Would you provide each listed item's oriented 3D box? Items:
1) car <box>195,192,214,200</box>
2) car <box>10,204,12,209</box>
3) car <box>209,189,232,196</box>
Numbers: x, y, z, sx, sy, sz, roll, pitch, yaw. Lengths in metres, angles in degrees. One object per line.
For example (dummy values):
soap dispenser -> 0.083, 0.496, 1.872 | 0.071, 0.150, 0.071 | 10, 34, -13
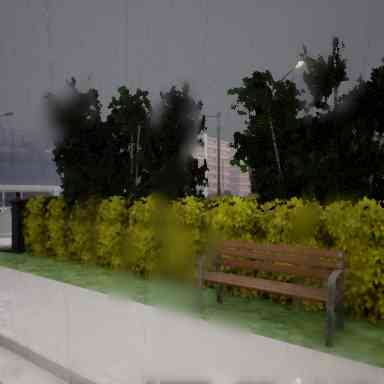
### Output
car -> 2.688, 0.755, 69.329 | 1.812, 1.442, 4.674 | 0, 1, 35
car -> -18.673, 1.441, 39.021 | 2.128, 1.511, 4.902 | 0, 0, 35
car -> 6.090, 0.443, 68.096 | 2.150, 2.045, 5.566 | 0, 1, 35
